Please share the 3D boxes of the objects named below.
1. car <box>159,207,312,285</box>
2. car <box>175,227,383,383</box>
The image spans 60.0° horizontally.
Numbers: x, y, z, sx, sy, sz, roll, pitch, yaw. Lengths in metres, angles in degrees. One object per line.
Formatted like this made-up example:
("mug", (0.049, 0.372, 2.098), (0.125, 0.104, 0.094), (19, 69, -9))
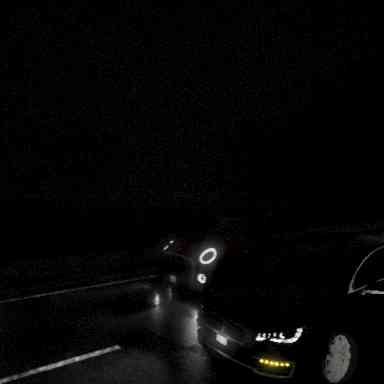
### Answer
("car", (1.405, 1.327, 8.682), (4.553, 1.767, 2.097), (0, 0, -36))
("car", (2.326, 1.485, 5.347), (4.892, 1.490, 1.837), (0, 0, -36))
